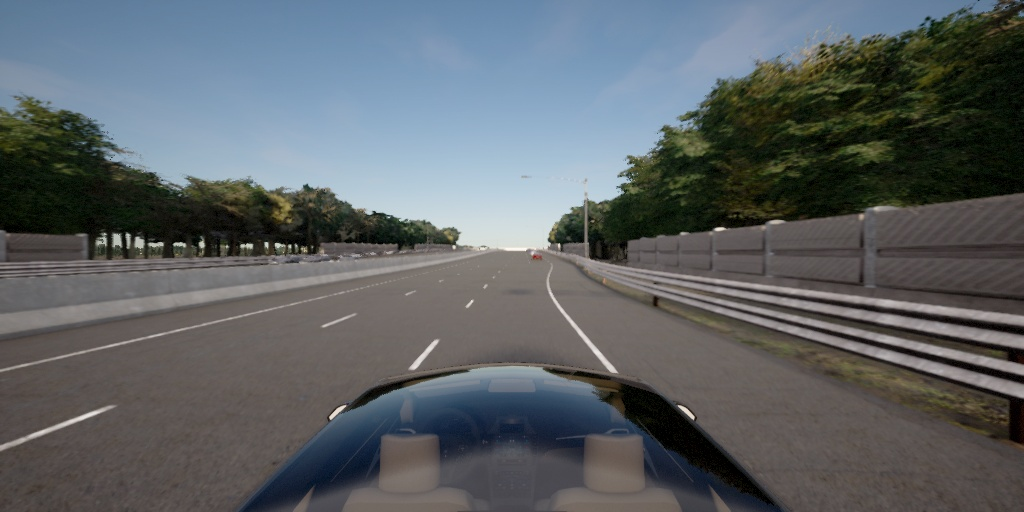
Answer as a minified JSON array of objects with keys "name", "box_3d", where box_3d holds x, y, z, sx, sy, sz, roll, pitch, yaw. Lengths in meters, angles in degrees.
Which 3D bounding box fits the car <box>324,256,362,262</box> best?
[{"name":"car","box_3d":[-17.080,0.833,37.363,1.837,1.490,4.892,0,1,2]}]

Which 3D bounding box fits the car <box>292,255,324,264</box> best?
[{"name":"car","box_3d":[-23.872,0.690,43.774,2.128,1.511,4.902,0,1,2]}]

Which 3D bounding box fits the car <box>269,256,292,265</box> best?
[{"name":"car","box_3d":[-26.696,0.712,42.586,2.128,1.511,4.902,0,1,-1]}]
